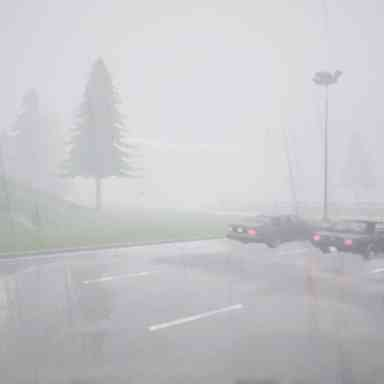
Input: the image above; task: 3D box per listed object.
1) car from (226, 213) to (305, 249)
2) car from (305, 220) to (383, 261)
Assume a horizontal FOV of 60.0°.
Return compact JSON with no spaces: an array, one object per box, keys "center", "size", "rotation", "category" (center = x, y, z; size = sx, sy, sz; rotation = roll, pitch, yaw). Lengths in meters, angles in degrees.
[{"center":[4.056,1.684,15.357],"size":[5.357,1.411,2.033],"rotation":[1,0,-35],"category":"car"},{"center":[6.798,1.747,13.003],"size":[4.718,1.301,1.895],"rotation":[1,0,-35],"category":"car"}]
